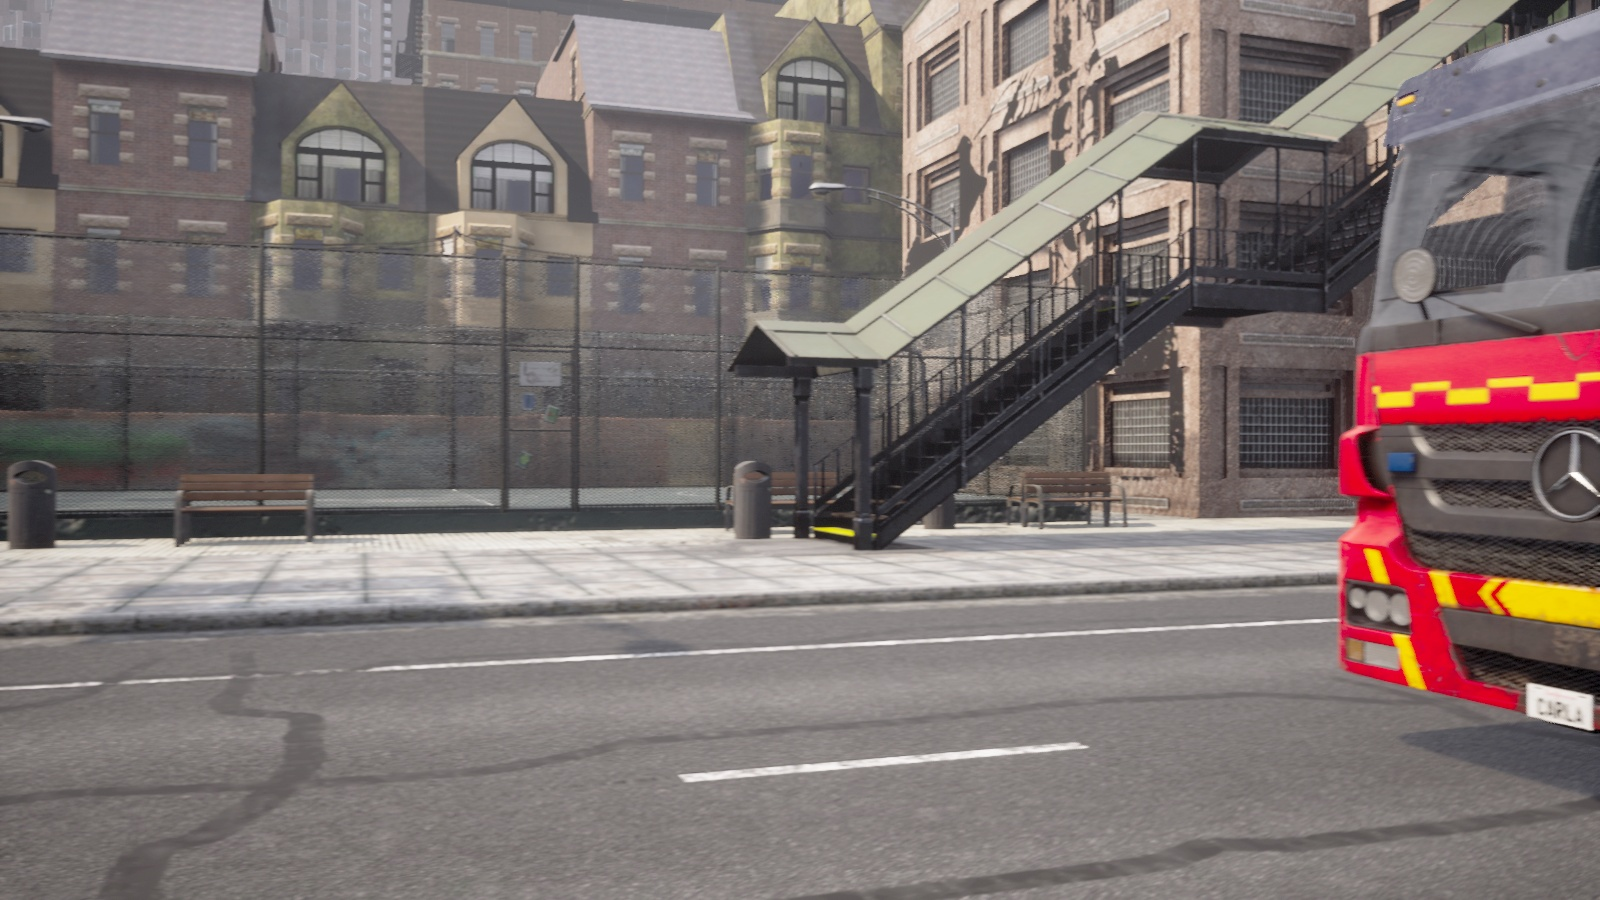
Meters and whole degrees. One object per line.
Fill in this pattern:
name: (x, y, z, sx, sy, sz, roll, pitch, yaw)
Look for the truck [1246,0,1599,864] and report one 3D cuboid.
truck: (6.739, -0.418, 6.376, 8.468, 3.827, 2.891, 0, 0, -19)
